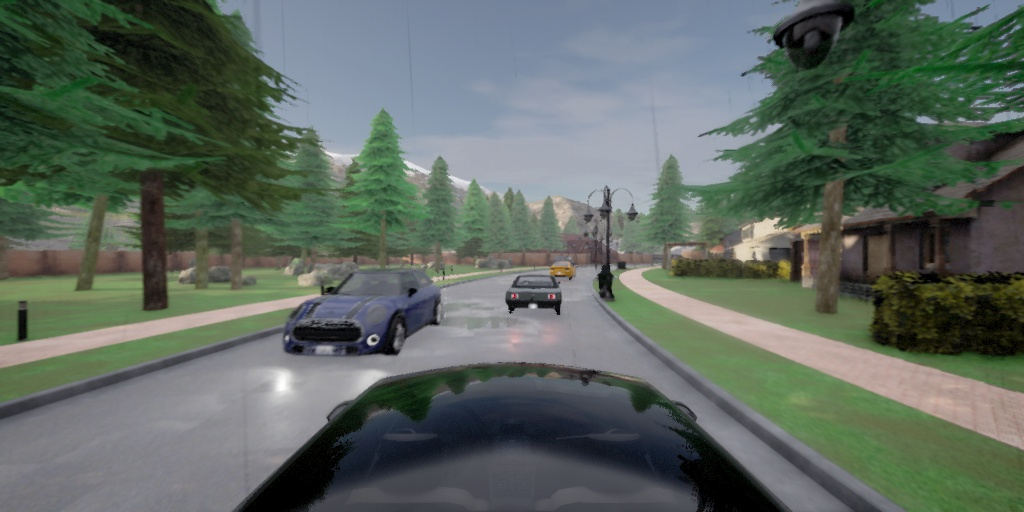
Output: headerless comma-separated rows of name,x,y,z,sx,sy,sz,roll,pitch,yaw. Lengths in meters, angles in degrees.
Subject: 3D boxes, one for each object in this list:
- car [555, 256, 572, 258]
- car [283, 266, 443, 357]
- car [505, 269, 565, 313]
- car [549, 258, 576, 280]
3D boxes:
car,6.716,0.979,48.387,2.150,2.045,5.566,0,0,24
car,-3.190,1.089,8.649,2.097,1.767,4.553,0,0,4
car,0.957,1.350,13.928,1.895,1.301,4.718,0,0,7
car,4.540,1.234,31.632,1.882,1.535,5.008,0,0,16
